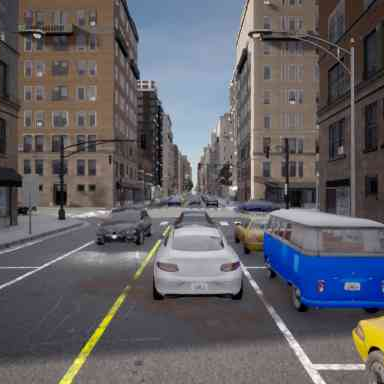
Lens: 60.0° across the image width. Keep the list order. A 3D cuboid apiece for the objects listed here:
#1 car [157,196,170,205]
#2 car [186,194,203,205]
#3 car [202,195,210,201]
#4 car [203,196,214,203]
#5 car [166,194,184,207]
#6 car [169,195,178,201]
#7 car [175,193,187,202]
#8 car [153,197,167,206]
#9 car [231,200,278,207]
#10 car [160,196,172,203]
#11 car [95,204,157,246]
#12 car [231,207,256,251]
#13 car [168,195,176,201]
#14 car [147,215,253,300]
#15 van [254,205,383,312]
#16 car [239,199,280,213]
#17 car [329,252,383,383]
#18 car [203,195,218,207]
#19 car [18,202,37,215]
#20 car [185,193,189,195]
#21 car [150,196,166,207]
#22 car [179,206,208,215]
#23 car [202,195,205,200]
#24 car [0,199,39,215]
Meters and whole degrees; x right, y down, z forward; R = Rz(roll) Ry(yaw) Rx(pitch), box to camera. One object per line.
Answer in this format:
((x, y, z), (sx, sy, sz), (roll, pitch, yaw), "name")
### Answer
((-5.300, 1.556, 61.920), (2.008, 1.369, 4.403), (1, 0, 1), "car")
((0.512, 1.552, 57.659), (2.033, 1.411, 5.357), (0, 0, 2), "car")
((3.620, 1.549, 89.456), (2.008, 1.369, 4.403), (1, 0, 1), "car")
((3.304, 1.548, 67.336), (1.887, 1.381, 4.507), (1, 0, 1), "car")
((-2.679, 1.483, 52.189), (1.882, 1.535, 5.008), (0, 0, 1), "car")
((-4.905, 1.565, 89.564), (1.947, 1.339, 4.313), (1, 0, 1), "car")
((-2.515, 1.482, 61.849), (1.882, 1.535, 5.008), (0, 0, 1), "car")
((-5.379, 1.571, 56.392), (1.947, 1.339, 4.313), (1, 0, 1), "car")
((6.402, 1.562, 34.857), (4.674, 1.442, 1.812), (1, 0, -11), "car")
((-5.221, 1.549, 67.449), (1.887, 1.381, 4.507), (1, 0, 1), "car")
((-2.961, 1.509, 15.345), (1.837, 1.490, 4.892), (0, -1, 1), "car")
((2.696, 1.527, 13.252), (1.752, 1.417, 4.829), (1, 0, 0), "car")
((-4.986, 1.526, 83.866), (1.752, 1.417, 4.829), (1, 0, 1), "car")
((0.088, 1.527, 8.258), (1.812, 1.442, 4.674), (0, 0, -1), "car")
((2.689, 1.342, 7.409), (1.690, 1.788, 3.998), (1, 0, 0), "van")
((7.863, 1.625, 39.156), (4.674, 1.442, 1.812), (1, -1, 7), "car")
((2.679, 1.526, 1.905), (1.752, 1.417, 4.829), (1, 0, 0), "car")
((3.067, 1.570, 50.745), (1.947, 1.339, 4.313), (1, 0, 1), "car")
((-16.505, 1.444, 29.056), (4.718, 1.301, 1.895), (0, -1, 1), "car")
((-2.306, 1.359, 71.976), (2.097, 1.767, 4.553), (0, 0, 1), "car")
((-5.458, 1.588, 50.863), (1.802, 1.307, 4.206), (1, 0, 1), "car")
((0.115, 1.566, 15.594), (1.994, 1.385, 4.181), (0, 0, 0), "car")
((3.146, 1.549, 56.275), (1.887, 1.381, 4.507), (1, 0, 1), "car")
((-18.046, 1.411, 32.323), (5.357, 1.411, 2.033), (0, -1, 0), "car")
